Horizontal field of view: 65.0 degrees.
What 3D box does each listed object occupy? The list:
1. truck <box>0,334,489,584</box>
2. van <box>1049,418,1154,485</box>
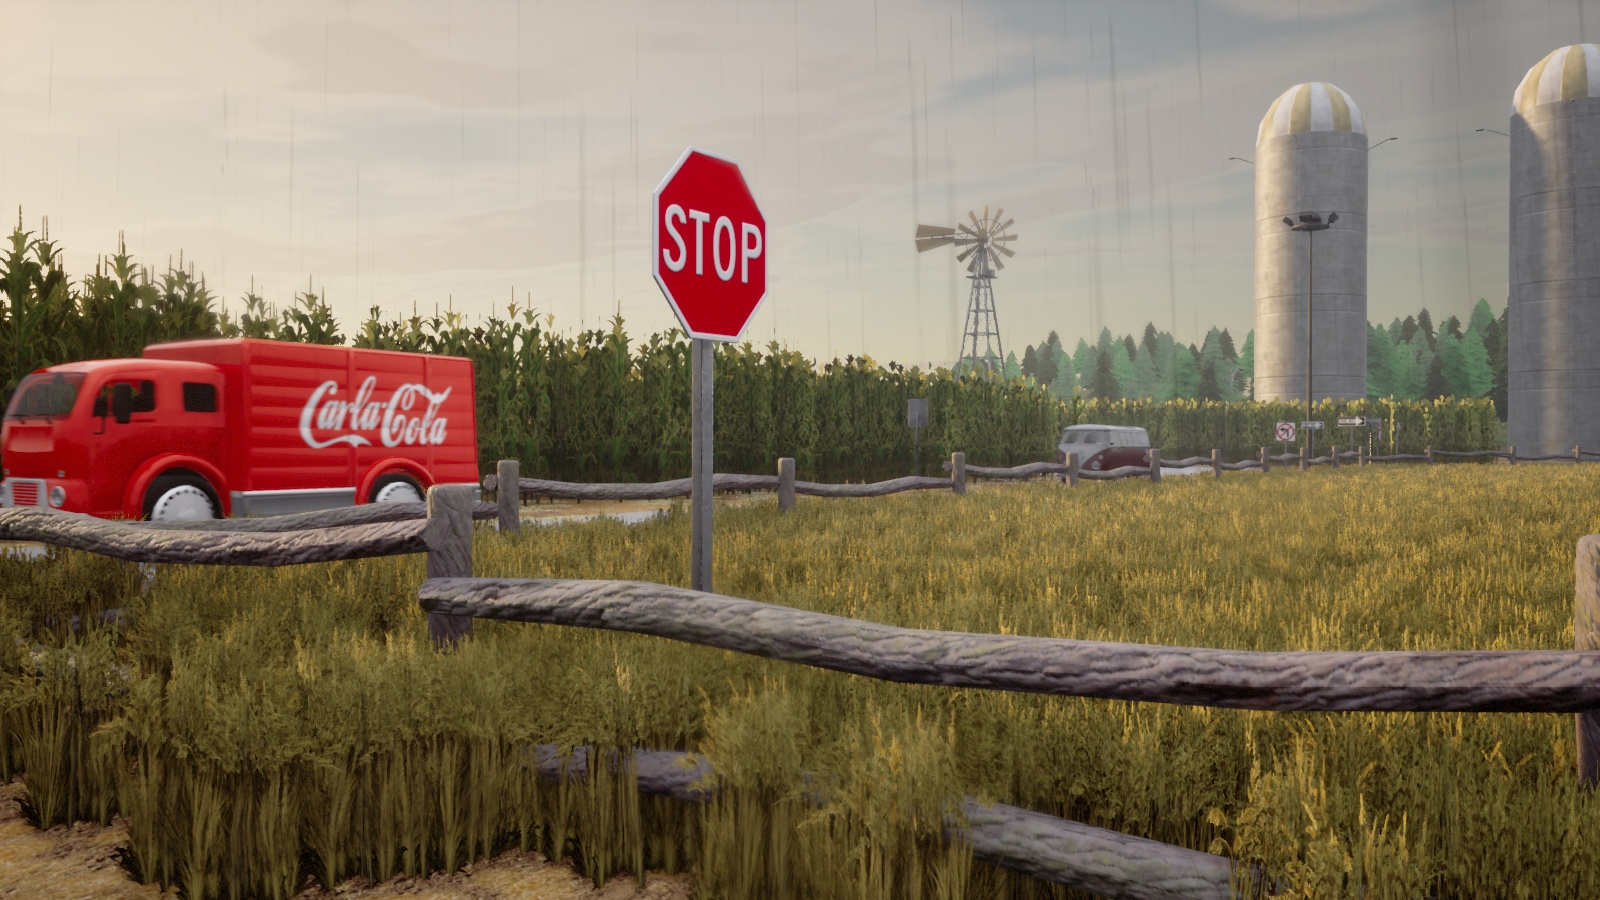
[{"bbox_3d":[-6.687,0.071,15.259,2.627,2.467,5.204,-1,0,34],"label":"truck"},{"bbox_3d":[9.546,0.028,39.483,1.775,1.987,4.442,-1,1,33],"label":"van"}]
